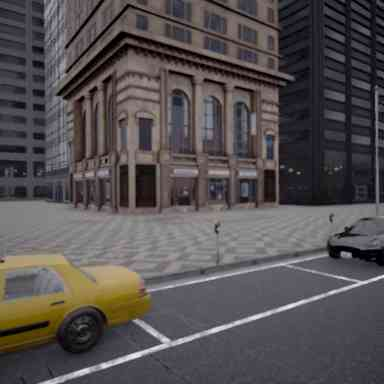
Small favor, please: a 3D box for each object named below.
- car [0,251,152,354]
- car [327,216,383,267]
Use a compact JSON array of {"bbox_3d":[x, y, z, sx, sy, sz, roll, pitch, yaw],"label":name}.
[{"bbox_3d":[-2.942,1.525,4.552,4.829,1.417,1.752,0,0,-35],"label":"car"},{"bbox_3d":[6.383,1.500,11.199,4.313,1.339,1.947,0,0,-35],"label":"car"}]
